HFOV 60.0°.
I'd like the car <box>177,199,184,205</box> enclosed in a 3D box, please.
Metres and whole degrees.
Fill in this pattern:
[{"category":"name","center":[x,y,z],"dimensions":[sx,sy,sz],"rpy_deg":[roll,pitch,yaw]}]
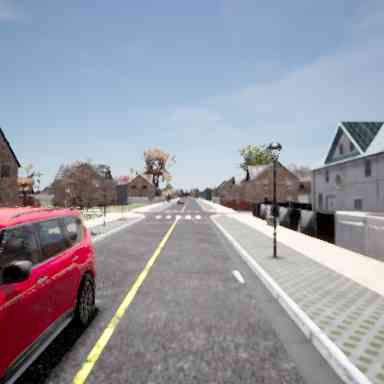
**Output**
[{"category":"car","center":[-2.808,2.404,82.514],"dimensions":[2.033,1.411,5.357],"rpy_deg":[0,-1,0]}]

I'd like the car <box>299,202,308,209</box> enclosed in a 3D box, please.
[{"category":"car","center":[13.604,2.025,39.700],"dimensions":[4.892,1.490,1.837],"rpy_deg":[1,-2,0]}]

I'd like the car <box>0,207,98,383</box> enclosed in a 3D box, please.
[{"category":"car","center":[-2.852,1.268,4.158],"dimensions":[2.150,2.045,5.566],"rpy_deg":[0,-1,0]}]
